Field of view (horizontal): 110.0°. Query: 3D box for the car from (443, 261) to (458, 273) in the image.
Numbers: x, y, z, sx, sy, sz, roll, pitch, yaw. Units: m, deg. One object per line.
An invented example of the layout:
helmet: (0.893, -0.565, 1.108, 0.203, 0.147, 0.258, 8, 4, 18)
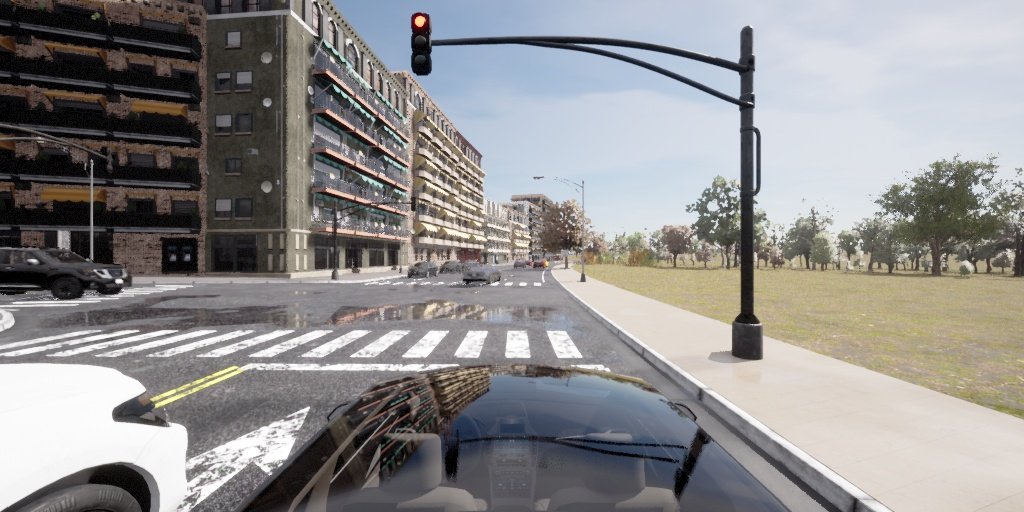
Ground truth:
car: (-7.584, 1.351, 44.622, 1.837, 1.490, 4.892, 0, 0, 6)

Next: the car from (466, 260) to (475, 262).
car: (-6.396, 1.378, 54.942, 2.128, 1.511, 4.902, 0, 0, 7)

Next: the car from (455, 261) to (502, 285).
car: (-2.136, 1.331, 26.291, 2.033, 1.411, 5.357, 0, 0, 10)

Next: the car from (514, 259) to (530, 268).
car: (1.445, 1.425, 63.823, 2.128, 1.511, 4.902, 0, 0, 9)

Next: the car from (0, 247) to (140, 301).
car: (-19.402, 0.679, 14.638, 5.566, 2.045, 2.150, 1, 0, -13)

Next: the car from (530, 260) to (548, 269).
car: (4.878, 1.414, 63.852, 1.882, 1.535, 5.008, 0, 0, 9)

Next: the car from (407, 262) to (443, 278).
car: (-8.497, 1.313, 34.524, 1.837, 1.490, 4.892, 0, 0, 5)
